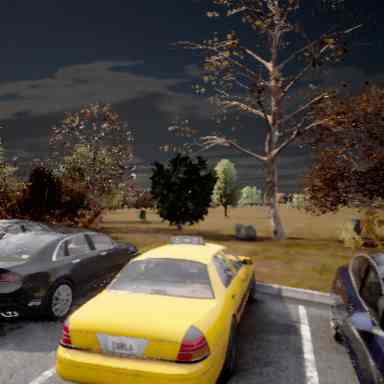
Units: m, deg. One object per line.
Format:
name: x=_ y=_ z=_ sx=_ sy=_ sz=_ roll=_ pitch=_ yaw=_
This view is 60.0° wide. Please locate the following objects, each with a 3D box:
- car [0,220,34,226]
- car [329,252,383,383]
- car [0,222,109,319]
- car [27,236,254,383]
car: x=-5.562 y=1.584 z=9.482 sx=2.231 sy=1.521 sz=4.892 roll=0 pitch=-1 yaw=16
car: x=2.717 y=1.512 z=3.534 sx=2.163 sy=1.488 sz=4.792 roll=0 pitch=-1 yaw=15
car: x=-2.806 y=1.552 z=7.500 sx=2.231 sy=1.521 sz=4.892 roll=-1 pitch=-1 yaw=16
car: x=0.003 y=1.517 z=5.713 sx=1.946 sy=1.575 sz=5.366 roll=-1 pitch=-1 yaw=16
